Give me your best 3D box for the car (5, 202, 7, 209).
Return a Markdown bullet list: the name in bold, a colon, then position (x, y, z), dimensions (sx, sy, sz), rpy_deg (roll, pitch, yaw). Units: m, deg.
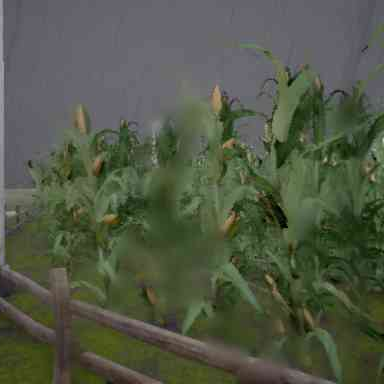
- **car**: position (-20.366, 1.368, 31.566), dimensions (1.882, 1.535, 5.008), rpy_deg (-1, 1, 32)
